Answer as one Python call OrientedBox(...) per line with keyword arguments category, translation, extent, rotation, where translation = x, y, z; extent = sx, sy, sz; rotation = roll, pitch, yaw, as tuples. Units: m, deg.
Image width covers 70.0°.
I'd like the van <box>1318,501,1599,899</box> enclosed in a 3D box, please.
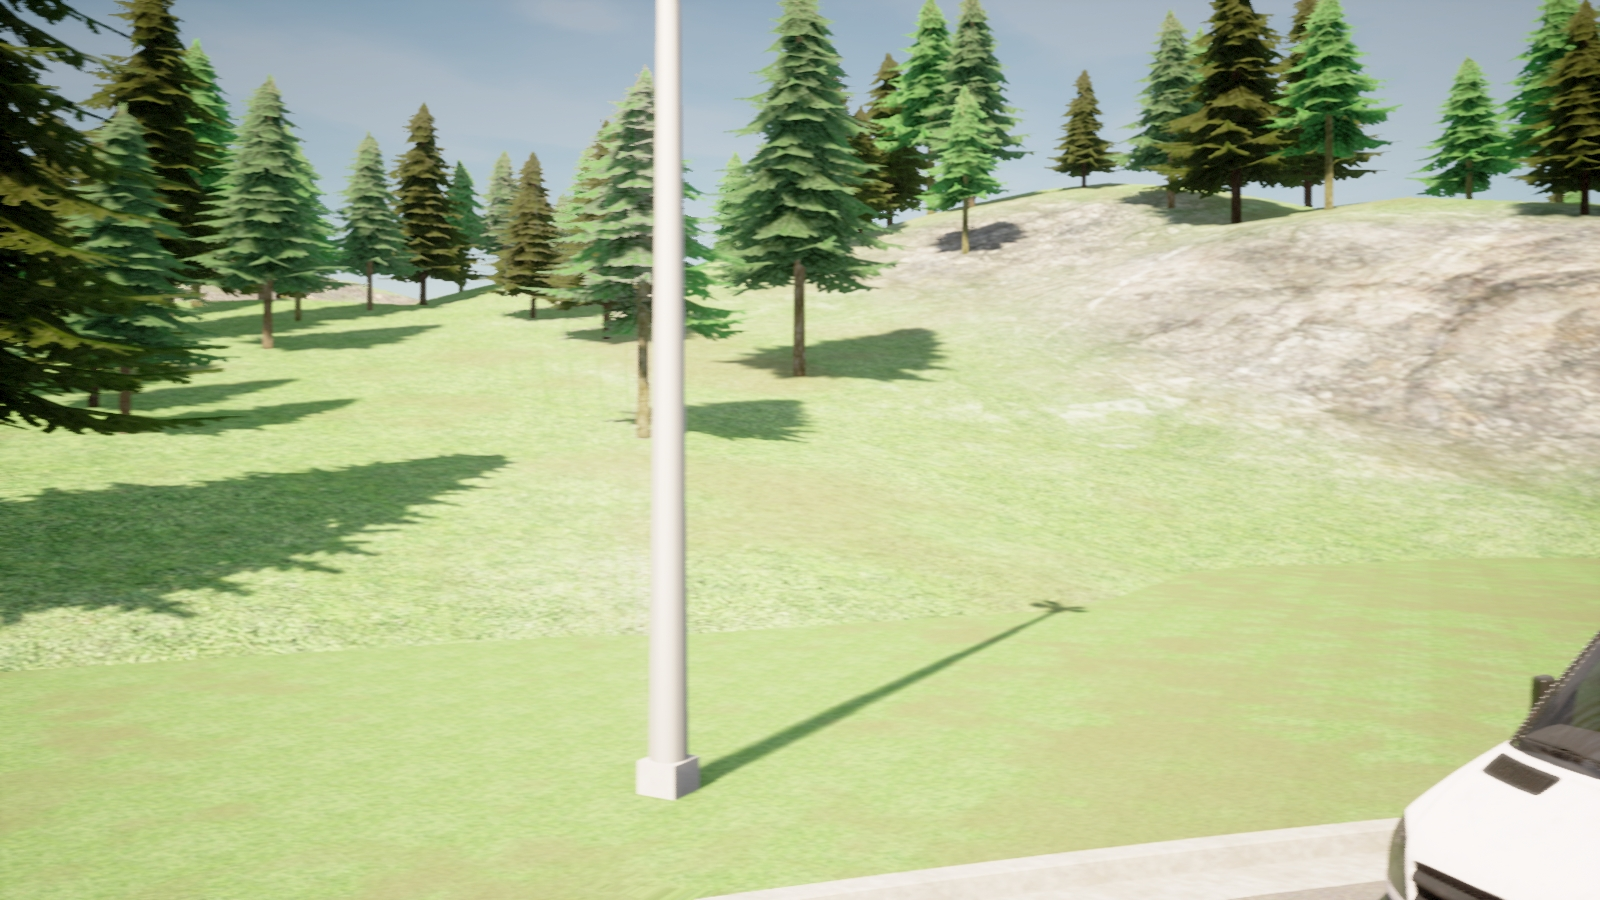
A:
OrientedBox(category="van", translation=(5.636, 1.536, 5.266), extent=(5.915, 2.561, 1.988), rotation=(0, -1, -13))
